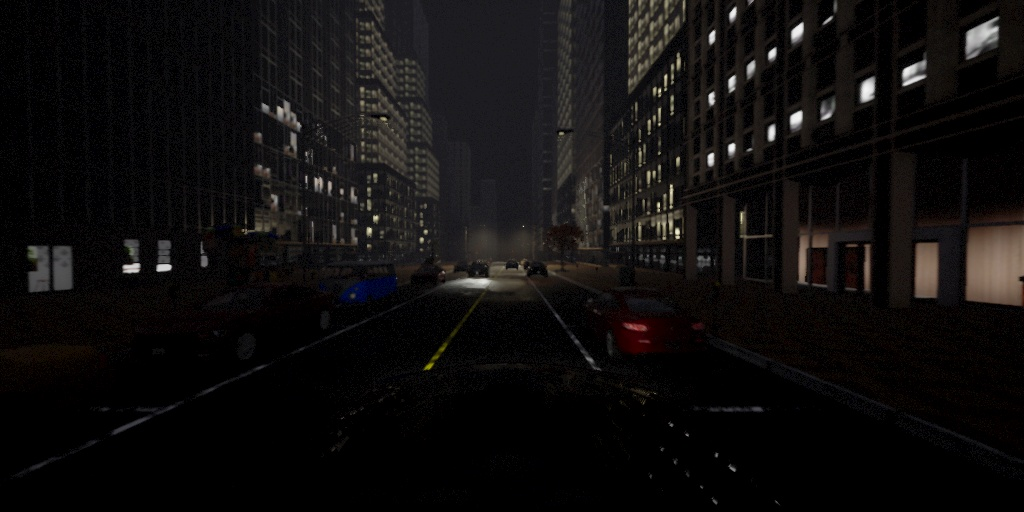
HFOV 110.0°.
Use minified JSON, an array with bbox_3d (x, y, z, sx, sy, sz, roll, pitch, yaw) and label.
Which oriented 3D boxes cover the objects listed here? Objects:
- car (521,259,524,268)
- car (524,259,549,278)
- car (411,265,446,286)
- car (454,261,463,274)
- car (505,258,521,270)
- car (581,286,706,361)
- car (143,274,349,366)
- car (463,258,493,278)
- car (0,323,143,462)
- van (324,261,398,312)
[{"bbox_3d":[2.678,1.190,53.033,1.967,1.591,4.097,0,0,0],"label":"car"},{"bbox_3d":[2.343,1.270,33.909,1.812,1.442,4.674,0,0,0],"label":"car"},{"bbox_3d":[-5.696,1.288,24.905,1.888,1.381,4.507,0,0,0],"label":"car"},{"bbox_3d":[-5.701,1.295,41.781,2.007,1.370,4.403,0,0,0],"label":"car"},{"bbox_3d":[-0.007,1.351,52.552,1.895,1.301,4.718,0,0,0],"label":"car"},{"bbox_3d":[2.689,1.330,8.034,1.802,1.307,4.207,0,0,0],"label":"car"},{"bbox_3d":[-5.692,1.292,8.031,1.888,1.381,4.507,0,0,0],"label":"car"},{"bbox_3d":[-3.100,1.235,34.389,2.128,1.511,4.902,0,0,0],"label":"car"},{"bbox_3d":[-5.690,1.275,2.236,1.751,1.417,4.829,0,0,0],"label":"car"},{"bbox_3d":[-5.693,1.086,13.655,1.690,1.789,3.998,0,0,0],"label":"van"}]
